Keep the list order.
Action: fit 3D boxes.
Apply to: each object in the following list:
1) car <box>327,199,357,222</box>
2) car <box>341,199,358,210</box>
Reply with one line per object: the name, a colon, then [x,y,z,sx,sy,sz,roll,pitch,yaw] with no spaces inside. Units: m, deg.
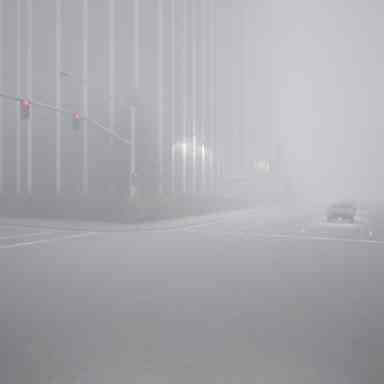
car: [11.890,1.547,26.443,2.033,1.411,5.357,0,0,27]
car: [20.923,1.601,44.204,1.895,1.301,4.718,0,0,27]
